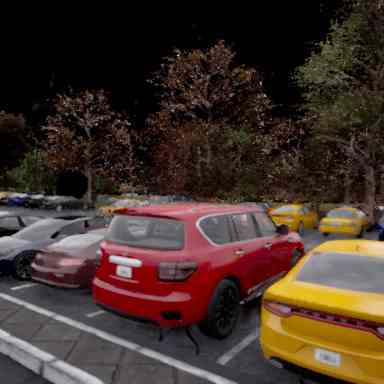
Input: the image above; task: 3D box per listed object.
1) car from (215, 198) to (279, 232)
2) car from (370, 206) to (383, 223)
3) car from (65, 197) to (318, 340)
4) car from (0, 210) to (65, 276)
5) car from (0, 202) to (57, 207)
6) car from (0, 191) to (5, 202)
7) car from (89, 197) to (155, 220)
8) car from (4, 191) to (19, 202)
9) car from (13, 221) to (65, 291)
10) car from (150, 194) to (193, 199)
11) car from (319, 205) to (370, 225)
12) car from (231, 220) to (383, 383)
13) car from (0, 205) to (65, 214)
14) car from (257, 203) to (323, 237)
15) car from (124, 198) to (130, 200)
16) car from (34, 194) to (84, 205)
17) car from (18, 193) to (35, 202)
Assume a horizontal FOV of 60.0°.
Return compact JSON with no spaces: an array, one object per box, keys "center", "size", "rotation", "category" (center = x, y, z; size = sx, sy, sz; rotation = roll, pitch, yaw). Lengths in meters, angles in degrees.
[{"center":[3.596,1.338,20.977],"size":[2.185,1.767,4.553],"rotation":[1,0,36],"category":"car"},{"center":[10.432,1.265,15.961],"size":[2.435,2.045,5.566],"rotation":[0,0,36],"category":"car"},{"center":[0.578,1.251,7.015],"size":[2.435,2.045,5.566],"rotation":[0,0,36],"category":"car"},{"center":[-3.970,1.496,10.232],"size":[2.163,1.488,4.792],"rotation":[1,0,36],"category":"car"},{"center":[-8.475,1.402,13.517],"size":[2.097,1.535,5.008],"rotation":[1,1,36],"category":"car"},{"center":[-19.040,0.828,37.266],"size":[2.163,1.488,4.792],"rotation":[3,2,36],"category":"car"},{"center":[-5.575,1.297,27.340],"size":[1.946,1.575,5.366],"rotation":[2,1,36],"category":"car"},{"center":[-16.765,0.903,35.651],"size":[2.097,1.535,5.008],"rotation":[3,2,36],"category":"car"},{"center":[-1.697,1.527,8.622],"size":[2.002,1.452,4.674],"rotation":[0,0,36],"category":"car"},{"center":[-0.927,1.147,24.243],"size":[2.435,2.045,5.566],"rotation":[1,1,36],"category":"car"},{"center":[8.299,1.497,17.767],"size":[1.946,1.575,5.366],"rotation":[0,0,36],"category":"car"},{"center":[2.813,1.517,5.358],"size":[2.097,1.535,5.008],"rotation":[0,0,36],"category":"car"},{"center":[-6.214,1.438,11.884],"size":[2.097,1.535,5.008],"rotation":[1,0,36],"category":"car"},{"center":[5.831,1.484,19.316],"size":[2.097,1.535,5.008],"rotation":[1,0,36],"category":"car"},{"center":[-3.203,1.353,25.860],"size":[2.097,1.535,5.008],"rotation":[1,1,36],"category":"car"},{"center":[-12.142,1.093,32.308],"size":[2.231,1.521,4.892],"rotation":[2,1,36],"category":"car"},{"center":[-14.505,1.000,34.017],"size":[2.097,1.535,5.008],"rotation":[2,1,36],"category":"car"}]
